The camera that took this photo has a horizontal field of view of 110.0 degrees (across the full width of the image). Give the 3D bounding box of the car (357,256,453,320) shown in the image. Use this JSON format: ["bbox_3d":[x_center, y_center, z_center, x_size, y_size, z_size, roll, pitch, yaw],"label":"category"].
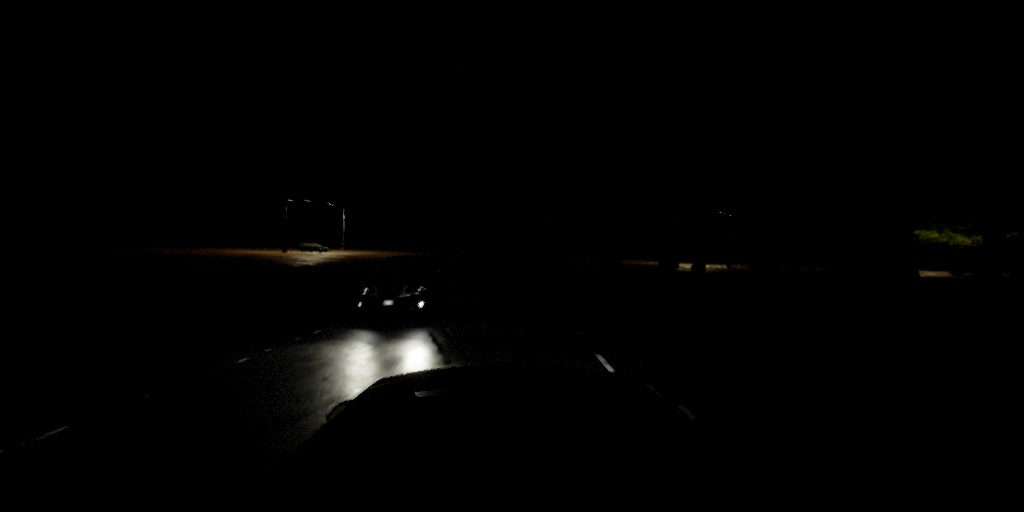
[{"bbox_3d":[-3.595,1.008,13.183,2.150,2.045,5.566,0,0,0],"label":"car"}]
